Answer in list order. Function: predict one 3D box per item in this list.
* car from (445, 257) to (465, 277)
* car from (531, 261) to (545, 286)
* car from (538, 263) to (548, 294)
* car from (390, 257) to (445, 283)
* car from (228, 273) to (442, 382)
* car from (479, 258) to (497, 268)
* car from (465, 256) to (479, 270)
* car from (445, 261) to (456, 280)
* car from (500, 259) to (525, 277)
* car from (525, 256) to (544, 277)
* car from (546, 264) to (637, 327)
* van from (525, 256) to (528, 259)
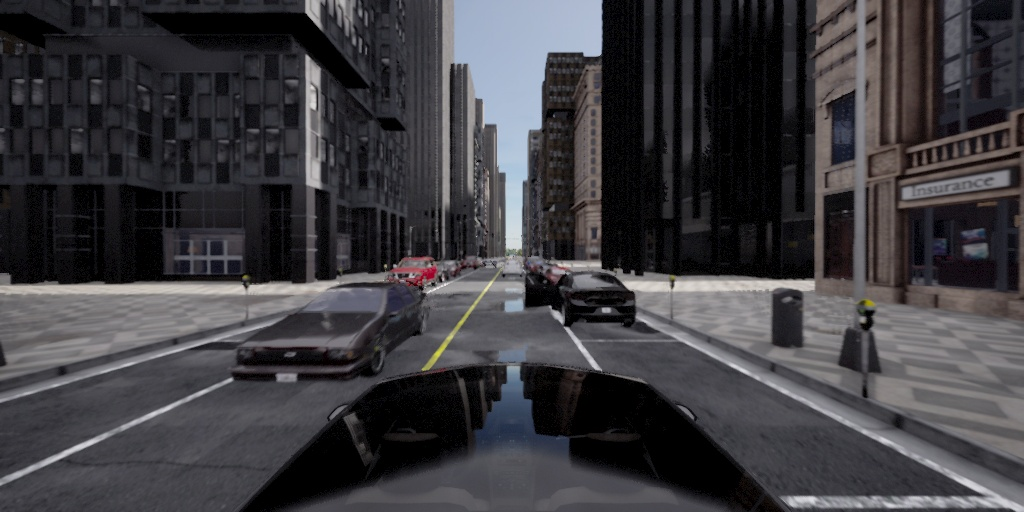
[{"bbox_3d":[-5.763,1.099,32.648,1.967,1.591,4.097,0,0,0],"label":"car"},{"bbox_3d":[2.762,1.241,27.049,1.948,1.339,4.313,0,0,0],"label":"car"},{"bbox_3d":[2.762,1.274,21.448,1.802,1.307,4.207,0,0,0],"label":"car"},{"bbox_3d":[-5.763,1.006,21.444,2.192,1.841,5.009,0,0,0],"label":"car"},{"bbox_3d":[-3.100,1.280,7.596,2.033,1.411,5.357,0,0,0],"label":"car"},{"bbox_3d":[-3.000,0.925,49.040,1.895,1.301,4.718,0,0,0],"label":"car"},{"bbox_3d":[-5.763,0.926,49.455,2.192,1.841,5.009,0,0,0],"label":"car"},{"bbox_3d":[-5.763,1.241,27.046,1.948,1.339,4.313,0,0,0],"label":"car"},{"bbox_3d":[0.046,1.182,33.780,1.812,1.442,4.674,0,0,0],"label":"car"},{"bbox_3d":[2.762,1.083,38.252,1.967,1.591,4.097,0,0,0],"label":"car"},{"bbox_3d":[2.360,1.199,11.440,1.882,1.535,5.008,0,0,0],"label":"car"},{"bbox_3d":[2.762,0.968,43.854,1.690,1.789,3.998,0,0,0],"label":"van"}]
